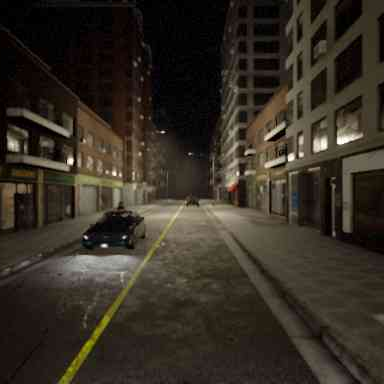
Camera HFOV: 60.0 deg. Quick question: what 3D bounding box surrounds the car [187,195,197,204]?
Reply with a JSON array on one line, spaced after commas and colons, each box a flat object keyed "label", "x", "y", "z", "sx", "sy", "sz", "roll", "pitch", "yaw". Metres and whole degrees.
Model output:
[{"label": "car", "x": -0.005, "y": 1.439, "z": 63.833, "sx": 1.882, "sy": 1.535, "sz": 5.008, "roll": 0, "pitch": 0, "yaw": 0}]

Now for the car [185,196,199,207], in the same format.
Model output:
[{"label": "car", "x": 0.096, "y": 1.469, "z": 49.981, "sx": 1.812, "sy": 1.442, "sz": 4.674, "roll": 0, "pitch": 0, "yaw": 0}]

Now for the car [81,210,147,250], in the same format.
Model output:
[{"label": "car", "x": -3.103, "y": 1.518, "z": 14.424, "sx": 2.033, "sy": 1.411, "sz": 5.357, "roll": 0, "pitch": 0, "yaw": 0}]
